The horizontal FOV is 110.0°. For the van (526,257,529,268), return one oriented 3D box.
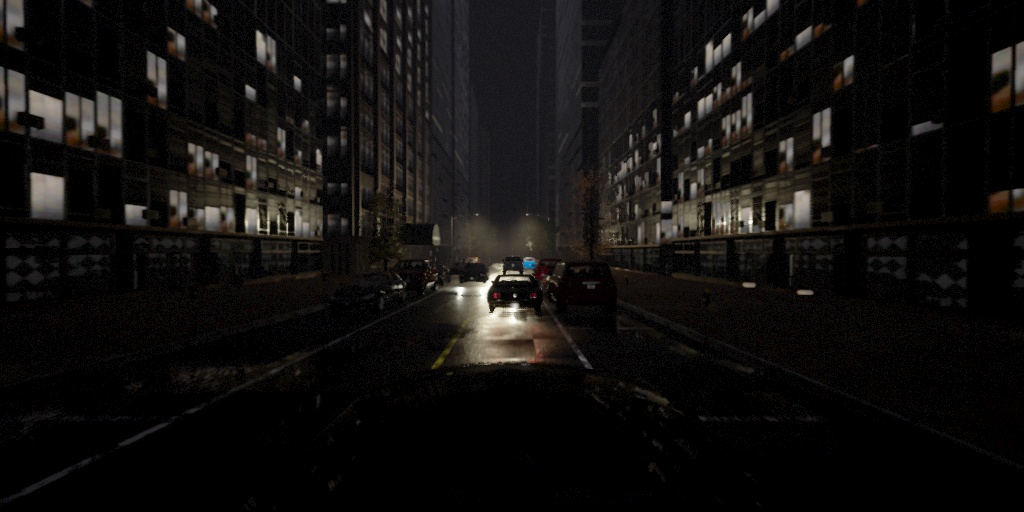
[{"bbox_3d":[2.570,1.106,53.324,1.690,1.789,3.998,0,0,0],"label":"van"}]

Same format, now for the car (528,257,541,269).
[{"bbox_3d":[2.534,1.068,25.080,2.192,1.841,5.009,0,0,0],"label":"car"}]

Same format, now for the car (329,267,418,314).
[{"bbox_3d":[-5.315,1.302,13.755,2.007,1.370,4.403,0,0,0],"label":"car"}]

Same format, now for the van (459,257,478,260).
[{"bbox_3d":[-5.312,1.101,41.997,1.690,1.789,3.998,0,0,0],"label":"van"}]

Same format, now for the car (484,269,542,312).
[{"bbox_3d":[0.100,1.351,14.140,1.895,1.301,4.718,0,0,0],"label":"car"}]

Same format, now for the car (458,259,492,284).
[{"bbox_3d":[-2.748,1.259,27.007,1.882,1.535,5.008,0,0,0],"label":"car"}]

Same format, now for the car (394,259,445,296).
[{"bbox_3d":[-5.314,1.067,19.403,2.192,1.841,5.009,0,0,0],"label":"car"}]

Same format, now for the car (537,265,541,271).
[{"bbox_3d":[2.533,1.334,19.432,1.802,1.307,4.207,0,0,0],"label":"car"}]

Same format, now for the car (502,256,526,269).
[{"bbox_3d":[0.104,0.980,39.702,2.150,2.045,5.566,0,0,0],"label":"car"}]

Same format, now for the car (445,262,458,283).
[{"bbox_3d":[-5.314,1.304,25.052,2.007,1.370,4.403,0,0,0],"label":"car"}]

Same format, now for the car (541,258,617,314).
[{"bbox_3d":[2.533,1.065,13.783,2.192,1.841,5.009,0,0,0],"label":"car"}]
